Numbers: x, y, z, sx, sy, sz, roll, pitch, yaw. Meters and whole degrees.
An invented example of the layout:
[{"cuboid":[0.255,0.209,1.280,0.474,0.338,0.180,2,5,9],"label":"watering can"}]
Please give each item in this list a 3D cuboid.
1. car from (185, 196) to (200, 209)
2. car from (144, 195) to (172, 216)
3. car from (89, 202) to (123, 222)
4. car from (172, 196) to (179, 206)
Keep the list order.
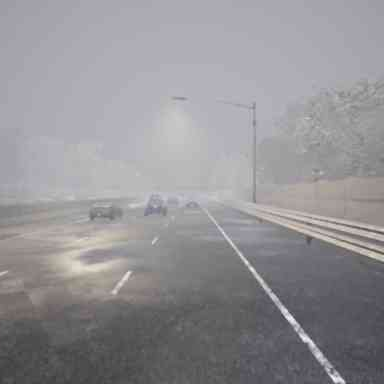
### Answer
[{"cuboid":[0.027,1.653,47.065,1.812,1.442,4.674,0,0,1],"label":"car"},{"cuboid":[-3.397,1.413,32.879,2.097,1.767,4.553,0,0,0],"label":"car"},{"cuboid":[-6.897,1.540,27.164,2.128,1.511,4.902,0,0,0],"label":"car"},{"cuboid":[-3.395,1.496,60.021,2.097,1.767,4.553,0,0,0],"label":"car"}]
